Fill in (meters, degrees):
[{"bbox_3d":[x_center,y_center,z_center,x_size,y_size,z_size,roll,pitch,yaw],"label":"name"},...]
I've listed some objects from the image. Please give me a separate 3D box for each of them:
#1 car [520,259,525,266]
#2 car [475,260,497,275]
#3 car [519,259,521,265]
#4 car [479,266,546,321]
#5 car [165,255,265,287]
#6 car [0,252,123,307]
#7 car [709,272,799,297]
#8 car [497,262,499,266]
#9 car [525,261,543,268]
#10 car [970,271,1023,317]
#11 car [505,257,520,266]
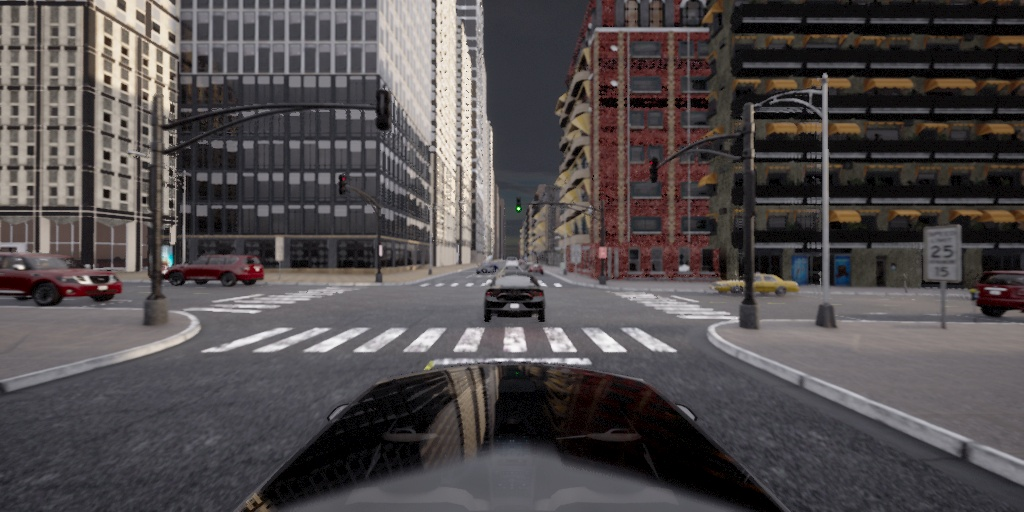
[{"bbox_3d":[2.679,1.529,54.435,2.007,1.370,4.403,0,0,0],"label":"car"},{"bbox_3d":[-3.100,1.486,42.040,1.994,1.385,4.181,0,0,0],"label":"car"},{"bbox_3d":[2.679,1.556,60.083,2.007,1.370,4.403,0,0,0],"label":"car"},{"bbox_3d":[0.088,1.284,12.676,1.882,1.535,5.008,1,0,0],"label":"car"},{"bbox_3d":[-17.714,0.856,21.535,5.009,1.841,2.192,0,0,0],"label":"car"},{"bbox_3d":[-17.578,0.803,13.156,5.009,1.841,2.192,0,0,0],"label":"car"},{"bbox_3d":[14.626,1.668,21.822,4.829,1.417,1.751,0,0,0],"label":"car"},{"bbox_3d":[-3.073,1.594,57.498,1.895,1.301,4.718,0,0,1],"label":"car"},{"bbox_3d":[2.732,1.501,41.518,1.802,1.307,4.207,0,0,0],"label":"car"},{"bbox_3d":[20.596,1.508,13.527,5.009,1.841,2.192,0,0,0],"label":"car"},{"bbox_3d":[-0.012,1.242,63.319,2.150,2.045,5.566,0,0,0],"label":"car"}]
